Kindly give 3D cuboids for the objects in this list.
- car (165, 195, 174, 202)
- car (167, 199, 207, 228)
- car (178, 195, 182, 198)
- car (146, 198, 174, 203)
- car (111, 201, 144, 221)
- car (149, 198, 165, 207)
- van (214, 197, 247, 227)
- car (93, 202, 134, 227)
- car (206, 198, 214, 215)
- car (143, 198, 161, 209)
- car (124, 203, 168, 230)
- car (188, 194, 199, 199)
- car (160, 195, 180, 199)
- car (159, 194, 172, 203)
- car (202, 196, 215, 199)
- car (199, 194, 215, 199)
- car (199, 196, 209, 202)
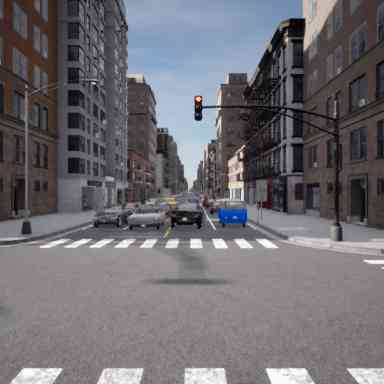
[{"bbox_3d":[-5.324,1.410,79.266,1.967,1.590,4.097,0,0,0],"label":"car"},{"bbox_3d":[-0.218,1.476,22.249,1.882,1.535,5.008,0,0,5],"label":"car"},{"bbox_3d":[-2.770,1.592,50.051,1.895,1.301,4.718,0,0,0],"label":"car"},{"bbox_3d":[-2.822,1.562,30.299,1.994,1.385,4.181,0,0,0],"label":"car"},{"bbox_3d":[-5.365,1.543,28.130,1.887,1.381,4.507,0,0,0],"label":"car"},{"bbox_3d":[-5.347,1.556,50.858,1.947,1.339,4.313,0,0,0],"label":"car"},{"bbox_3d":[2.655,1.340,22.450,1.690,1.788,3.998,0,0,0],"label":"van"},{"bbox_3d":[-5.370,1.550,22.448,2.008,1.369,4.403,0,0,0],"label":"car"},{"bbox_3d":[2.664,1.580,33.813,1.802,1.307,4.206,0,0,0],"label":"car"},{"bbox_3d":[-5.352,1.520,45.006,1.752,1.417,4.829,0,0,0],"label":"car"},{"bbox_3d":[-2.803,1.600,21.155,1.895,1.301,4.718,0,0,-1],"label":"car"},{"bbox_3d":[0.149,1.479,55.633,2.128,1.511,4.902,0,0,0],"label":"car"},{"bbox_3d":[-2.811,1.474,39.946,1.882,1.535,5.008,0,0,0],"label":"car"},{"bbox_3d":[-5.333,1.293,67.903,2.192,1.841,5.009,0,0,0],"label":"car"},{"bbox_3d":[2.674,1.576,45.176,1.802,1.307,4.206,0,0,0],"label":"car"},{"bbox_3d":[2.678,1.305,50.857,2.192,1.841,5.009,0,0,0],"label":"car"},{"bbox_3d":[2.696,1.524,73.582,2.008,1.369,4.403,0,0,0],"label":"car"}]
